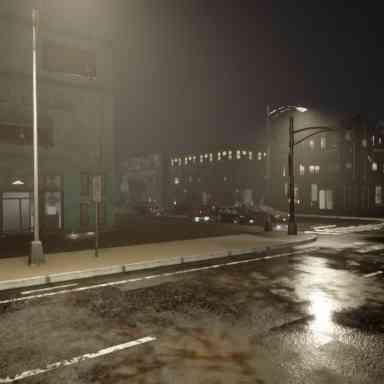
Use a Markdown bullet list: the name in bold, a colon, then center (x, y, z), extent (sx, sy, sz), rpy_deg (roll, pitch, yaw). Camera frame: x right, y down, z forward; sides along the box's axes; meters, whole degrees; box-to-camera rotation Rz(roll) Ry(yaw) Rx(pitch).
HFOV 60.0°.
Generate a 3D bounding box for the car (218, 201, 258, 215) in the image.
- **car**: center (5.202, 1.809, 38.041), extent (2.008, 1.369, 4.403), rpy_deg (-2, 0, -35)

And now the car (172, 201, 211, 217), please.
- **car**: center (-0.289, 1.896, 35.767), extent (1.994, 1.385, 4.181), rpy_deg (-1, 0, -37)

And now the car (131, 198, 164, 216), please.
- **car**: center (-4.836, 1.846, 37.687), extent (1.967, 1.590, 4.097), rpy_deg (-1, 0, -35)

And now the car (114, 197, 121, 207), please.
- **car**: center (-14.067, 1.939, 65.094), extent (2.192, 1.841, 5.009), rpy_deg (-1, 0, -35)

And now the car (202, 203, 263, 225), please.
- **car**: center (3.117, 1.814, 26.314), extent (1.947, 1.339, 4.313), rpy_deg (-2, 0, -35)

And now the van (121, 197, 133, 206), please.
- **van**: center (-10.856, 1.906, 60.585), extent (1.690, 1.788, 3.998), rpy_deg (-1, 0, -35)

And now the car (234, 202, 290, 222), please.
- **car**: center (5.523, 1.764, 27.626), extent (2.033, 1.411, 5.357), rpy_deg (-1, 0, -36)

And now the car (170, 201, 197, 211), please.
- **car**: center (-1.218, 1.965, 47.059), extent (1.802, 1.307, 4.206), rpy_deg (-2, 0, -35)

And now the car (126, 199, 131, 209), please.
- **car**: center (-6.388, 1.998, 44.367), extent (2.033, 1.411, 5.357), rpy_deg (-1, 0, -35)

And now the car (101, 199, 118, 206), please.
- **car**: center (-17.272, 2.227, 69.603), extent (1.887, 1.381, 4.507), rpy_deg (-1, 0, -35)
